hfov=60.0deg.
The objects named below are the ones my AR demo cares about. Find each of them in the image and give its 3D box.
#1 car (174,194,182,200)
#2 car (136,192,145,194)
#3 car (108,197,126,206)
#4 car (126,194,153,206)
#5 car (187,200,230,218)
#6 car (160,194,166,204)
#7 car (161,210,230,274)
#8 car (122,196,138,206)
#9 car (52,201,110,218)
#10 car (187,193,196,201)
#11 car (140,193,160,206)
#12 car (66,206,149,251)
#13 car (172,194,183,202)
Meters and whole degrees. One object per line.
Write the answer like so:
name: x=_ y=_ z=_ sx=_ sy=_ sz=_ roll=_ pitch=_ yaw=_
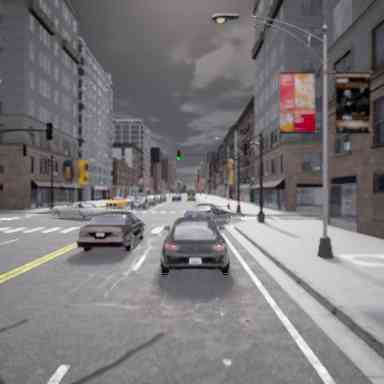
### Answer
car: x=-3.393 y=1.206 z=83.270 sx=1.837 sy=1.490 sz=4.892 roll=0 pitch=0 yaw=0
car: x=-9.859 y=1.103 z=63.764 sx=2.150 sy=2.045 sz=5.566 roll=0 pitch=0 yaw=0
car: x=-9.919 y=1.398 z=44.176 sx=1.882 sy=1.535 sz=5.008 roll=0 pitch=0 yaw=0
car: x=-6.665 y=1.414 z=42.642 sx=2.128 sy=1.511 sz=4.902 roll=0 pitch=0 yaw=0
car: x=1.120 y=1.505 z=22.824 sx=2.033 sy=1.411 sz=5.357 roll=0 pitch=0 yaw=21
car: x=-6.606 y=1.377 z=61.868 sx=2.128 sy=1.511 sz=4.902 roll=0 pitch=0 yaw=0
car: x=0.082 y=1.505 z=10.363 sx=1.812 sy=1.442 sz=4.674 roll=0 pitch=0 yaw=0
car: x=-9.901 y=1.428 z=53.399 sx=1.812 sy=1.442 sz=4.674 roll=0 pitch=0 yaw=0
car: x=-9.428 y=1.546 z=27.575 sx=4.718 sy=1.301 sz=1.895 roll=0 pitch=0 yaw=31
car: x=-0.125 y=1.451 z=73.302 sx=1.895 sy=1.301 sz=4.718 roll=0 pitch=0 yaw=0
car: x=-6.662 y=1.397 z=51.997 sx=2.128 sy=1.511 sz=4.902 roll=0 pitch=0 yaw=0
car: x=-3.172 y=1.521 z=13.982 sx=2.033 sy=1.411 sz=5.357 roll=0 pitch=0 yaw=0
car: x=-3.375 y=1.335 z=72.850 sx=1.882 sy=1.535 sz=5.008 roll=0 pitch=0 yaw=0
